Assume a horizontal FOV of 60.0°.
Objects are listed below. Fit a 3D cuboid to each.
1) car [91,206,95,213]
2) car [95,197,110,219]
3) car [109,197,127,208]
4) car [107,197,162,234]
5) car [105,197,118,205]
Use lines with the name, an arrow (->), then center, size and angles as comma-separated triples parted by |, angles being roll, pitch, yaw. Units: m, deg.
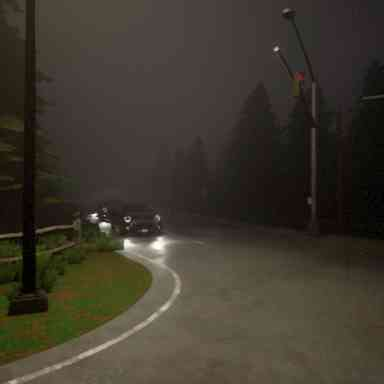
car -> -10.450, 1.655, 38.059 | 1.895, 1.301, 4.718 | 0, 0, -20
car -> -6.628, 1.387, 27.648 | 2.097, 1.767, 4.553 | 0, 0, -20
car -> -11.649, 1.576, 52.047 | 2.128, 1.511, 4.902 | 0, 0, -19
car -> -3.241, 1.371, 18.818 | 2.097, 1.767, 4.553 | 0, 0, -22
car -> -14.923, 1.666, 61.480 | 1.994, 1.385, 4.181 | 0, 0, -18
